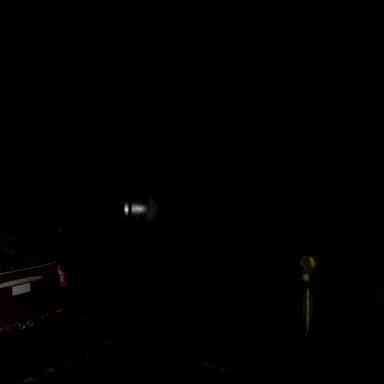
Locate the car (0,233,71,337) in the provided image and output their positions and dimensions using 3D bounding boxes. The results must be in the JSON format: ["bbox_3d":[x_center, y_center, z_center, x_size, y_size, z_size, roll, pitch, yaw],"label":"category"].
[{"bbox_3d":[-4.064,1.440,5.975,4.097,1.590,1.967,0,0,36],"label":"car"}]
